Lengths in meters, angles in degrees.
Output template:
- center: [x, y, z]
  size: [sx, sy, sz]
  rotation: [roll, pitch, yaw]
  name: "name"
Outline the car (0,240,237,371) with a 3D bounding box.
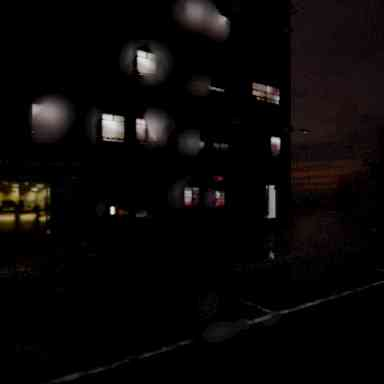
- center: [-1.251, 1.566, 5.679]
  size: [4.507, 1.381, 1.887]
  rotation: [1, -1, -35]
  name: "car"
